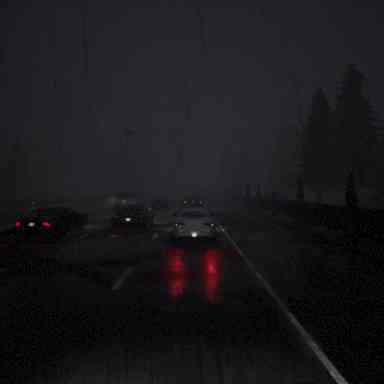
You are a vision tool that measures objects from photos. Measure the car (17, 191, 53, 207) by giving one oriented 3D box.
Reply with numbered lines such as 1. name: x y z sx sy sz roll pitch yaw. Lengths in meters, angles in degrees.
1. car: -21.094 0.924 44.904 2.150 2.045 5.566 0 0 0

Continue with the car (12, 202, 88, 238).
1. car: -6.907 1.434 16.816 2.033 1.411 5.357 0 0 0

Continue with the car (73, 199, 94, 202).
1. car: -14.102 1.306 43.827 1.895 1.301 4.718 0 0 0

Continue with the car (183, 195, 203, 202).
1. car: 0.085 1.108 36.166 2.097 1.767 4.553 0 0 0

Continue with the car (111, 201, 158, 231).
1. car: -3.407 1.431 19.728 1.994 1.385 4.181 0 0 0

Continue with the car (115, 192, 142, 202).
1. car: -6.915 0.976 36.473 2.150 2.045 5.566 0 0 0

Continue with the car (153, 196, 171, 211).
1. car: -3.415 1.226 37.290 1.882 1.535 5.008 0 0 0

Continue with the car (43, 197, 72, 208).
1. car: -17.603 1.307 43.726 1.895 1.301 4.718 0 0 0

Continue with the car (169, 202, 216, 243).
1. car: 0.082 1.422 15.366 1.812 1.442 4.674 0 0 0
